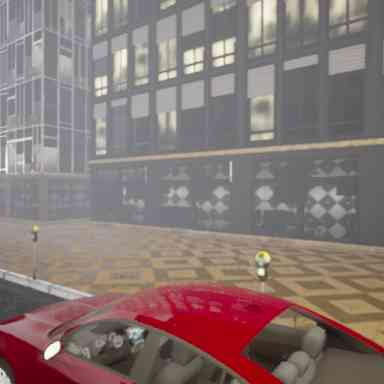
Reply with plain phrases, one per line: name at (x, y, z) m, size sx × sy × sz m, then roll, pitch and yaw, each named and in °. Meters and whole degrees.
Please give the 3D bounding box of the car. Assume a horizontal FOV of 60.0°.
car at (-0.139, 1.538, 2.974) m, size 4.507 × 1.381 × 1.887 m, roll 0°, pitch 0°, yaw 36°
